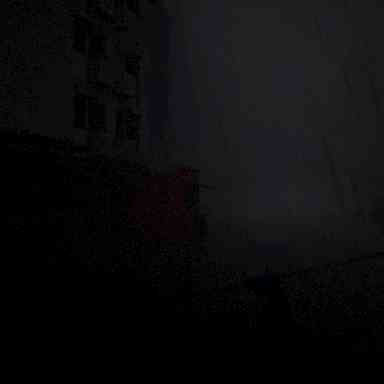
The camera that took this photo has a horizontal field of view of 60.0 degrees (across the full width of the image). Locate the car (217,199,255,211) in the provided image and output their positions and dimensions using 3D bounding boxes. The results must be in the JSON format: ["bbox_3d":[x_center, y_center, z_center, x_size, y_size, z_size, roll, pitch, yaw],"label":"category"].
[{"bbox_3d":[5.432,1.548,41.608,2.033,1.411,5.357,0,0,-35],"label":"car"}]

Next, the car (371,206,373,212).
[{"bbox_3d":[16.782,1.477,25.979,1.882,1.535,5.008,0,0,-39],"label":"car"}]
